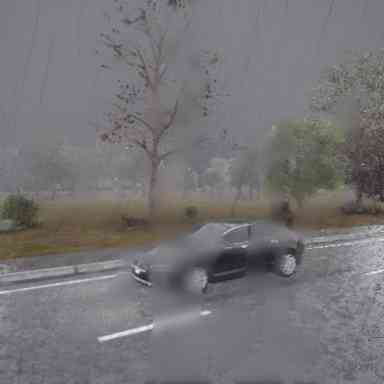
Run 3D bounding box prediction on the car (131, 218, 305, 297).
[{"bbox_3d":[0.846,1.483,8.608,4.892,1.490,1.837,0,0,-33],"label":"car"}]
